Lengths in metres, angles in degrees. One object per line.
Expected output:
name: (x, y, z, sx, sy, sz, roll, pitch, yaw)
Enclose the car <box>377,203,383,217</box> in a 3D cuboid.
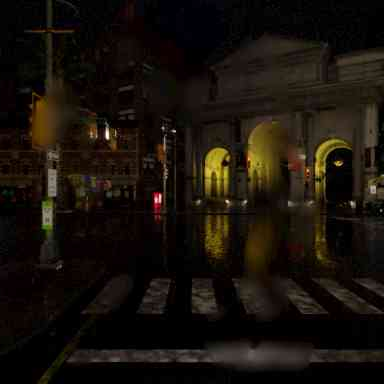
car: (18.827, 1.221, 28.212, 5.566, 2.045, 2.150, 0, 0, 0)
